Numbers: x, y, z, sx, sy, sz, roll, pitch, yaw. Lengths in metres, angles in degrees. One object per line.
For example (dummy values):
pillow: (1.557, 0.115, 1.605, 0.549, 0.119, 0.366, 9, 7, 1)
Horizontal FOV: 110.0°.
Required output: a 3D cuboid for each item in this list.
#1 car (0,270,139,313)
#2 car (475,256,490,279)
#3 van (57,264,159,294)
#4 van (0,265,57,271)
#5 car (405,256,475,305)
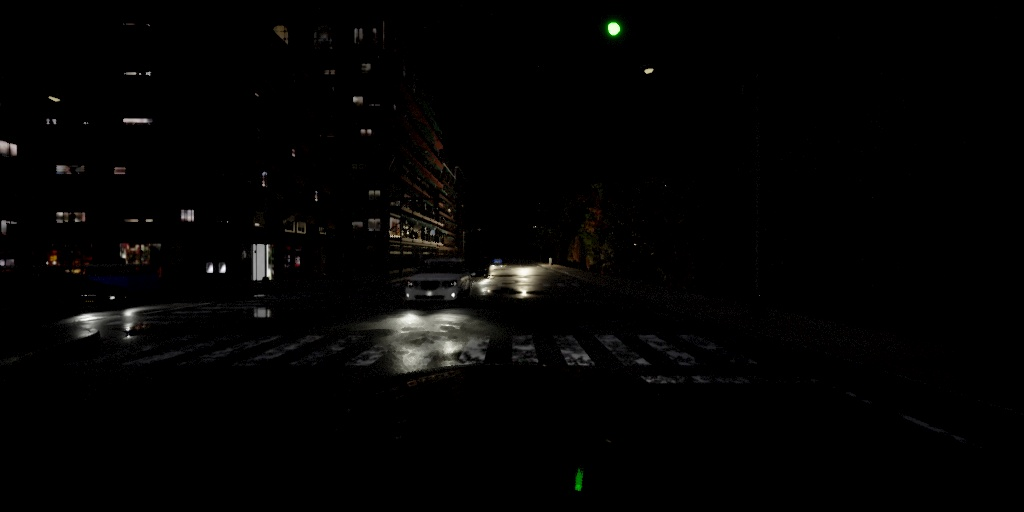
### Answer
car: (-18.793, 1.485, 14.699, 4.892, 1.490, 1.837, -1, 0, 0)
car: (-3.173, 1.081, 32.634, 2.150, 2.045, 5.566, 0, 1, 0)
van: (-22.673, 1.349, 20.427, 3.998, 1.789, 1.690, 0, 0, -1)
van: (-28.275, 1.423, 20.365, 3.998, 1.789, 1.690, 0, 0, -1)
car: (-3.221, 1.107, 16.763, 2.150, 2.045, 5.566, 0, 0, 0)
